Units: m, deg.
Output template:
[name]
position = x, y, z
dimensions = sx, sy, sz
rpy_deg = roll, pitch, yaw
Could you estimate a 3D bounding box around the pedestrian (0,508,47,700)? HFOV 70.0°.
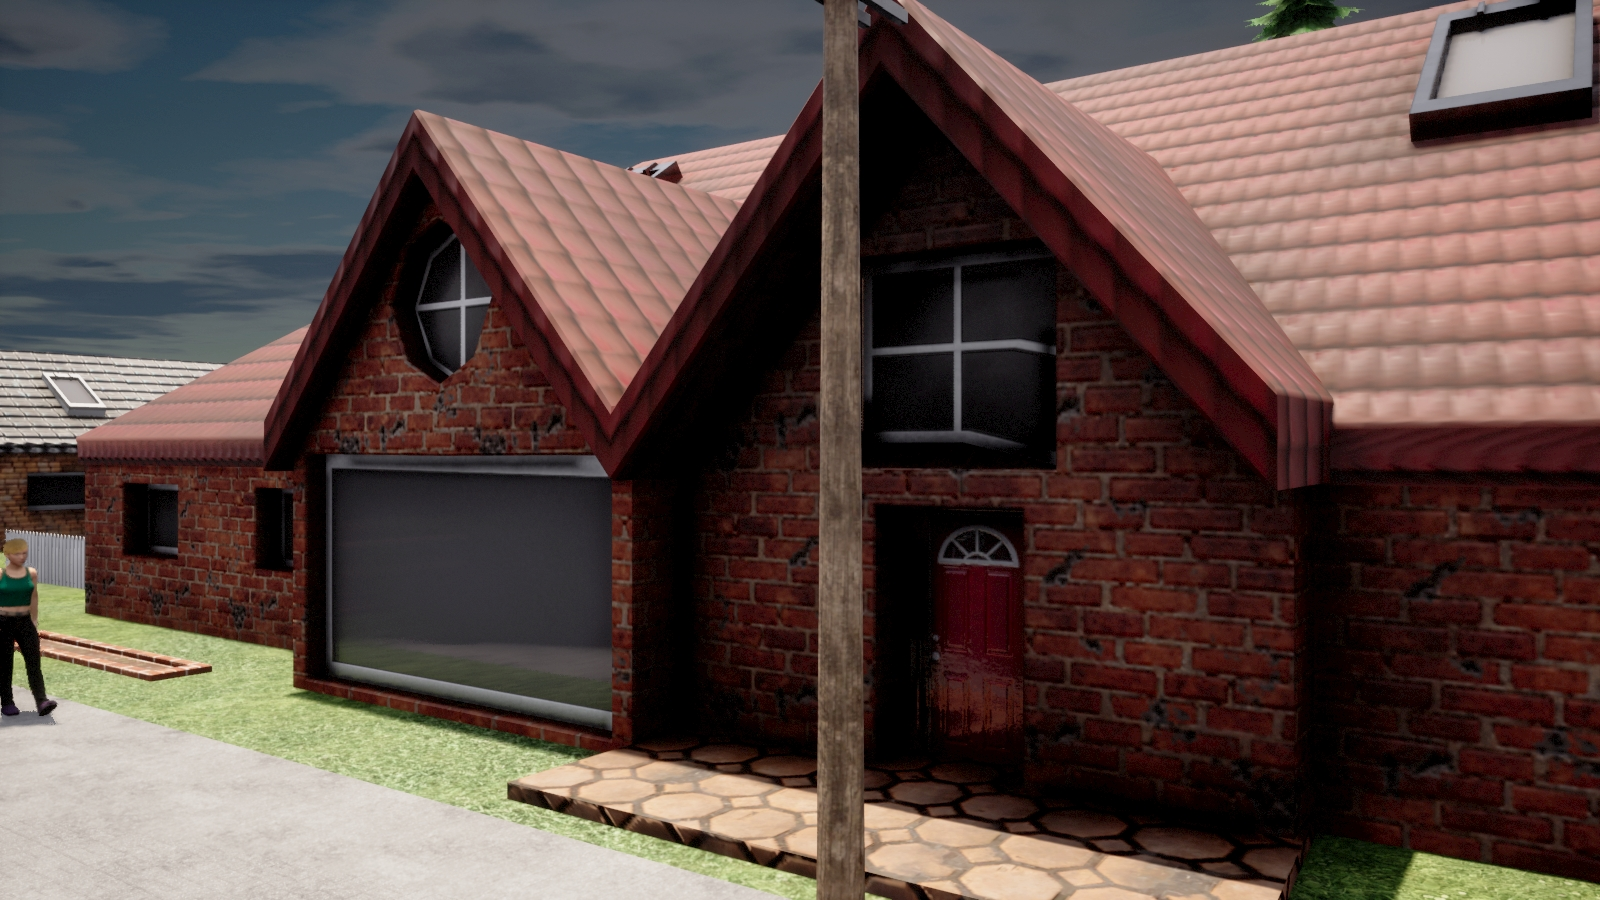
[pedestrian]
position = -7.858, 1.524, 11.474
dimensions = 0.375, 1.860, 0.375
rpy_deg = 0, 0, 35
